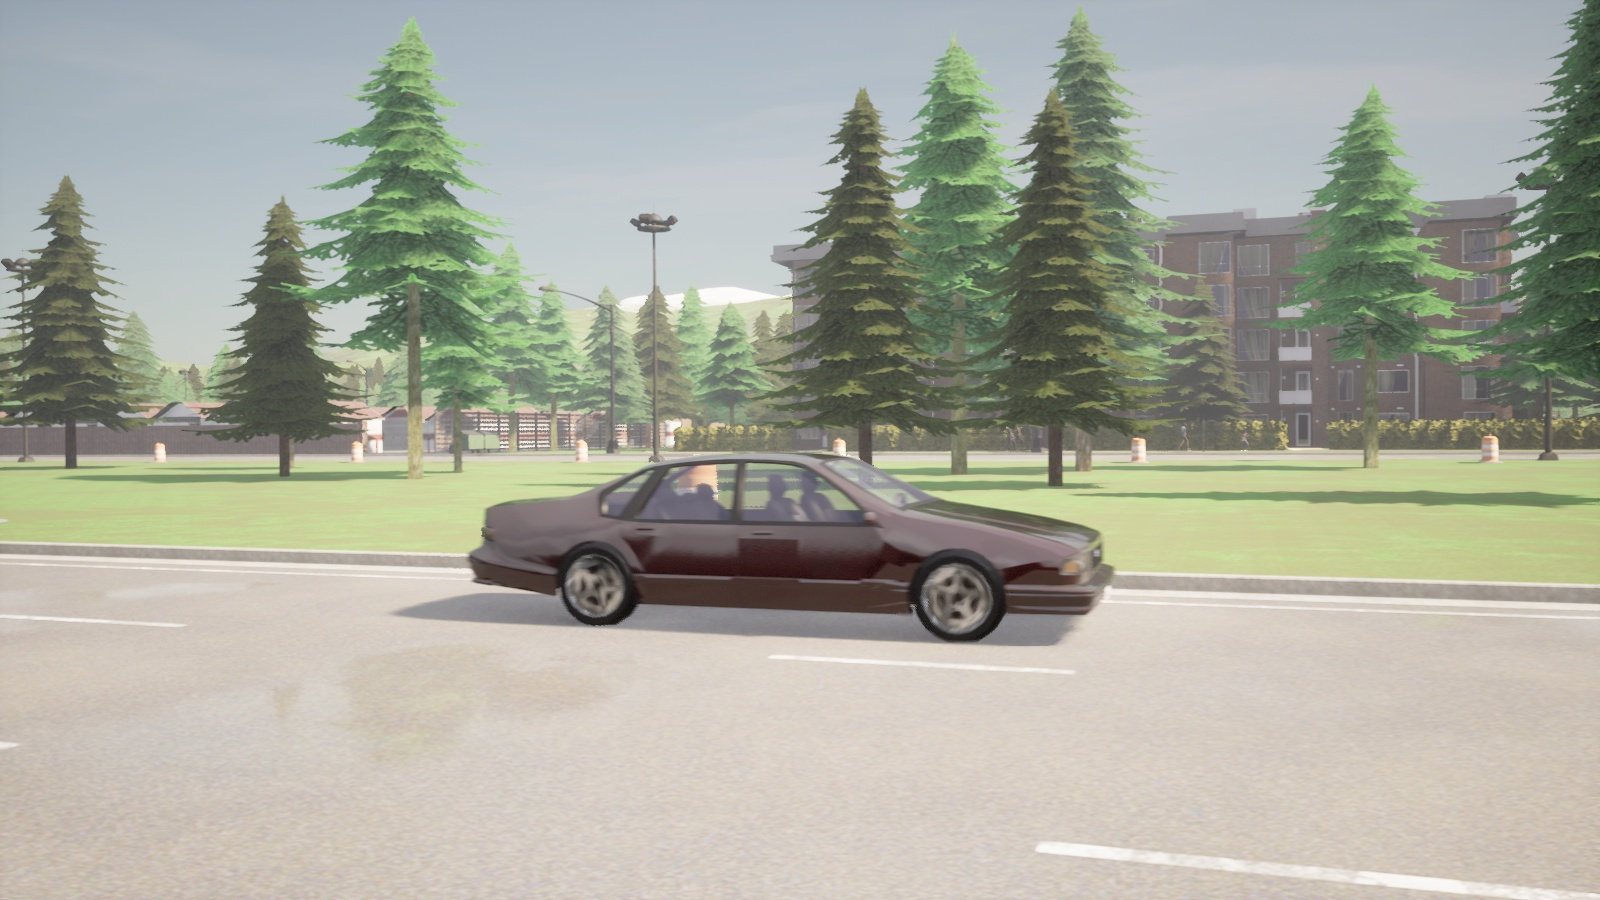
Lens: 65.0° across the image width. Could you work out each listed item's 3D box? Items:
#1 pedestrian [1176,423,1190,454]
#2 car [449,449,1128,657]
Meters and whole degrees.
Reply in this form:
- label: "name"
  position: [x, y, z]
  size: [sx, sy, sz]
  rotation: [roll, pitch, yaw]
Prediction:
- label: "pedestrian"
  position: [24.081, -0.705, 78.925]
  size: [0.788, 1.949, 0.423]
  rotation: [0, 1, 20]
- label: "car"
  position: [-0.065, 0.722, 10.600]
  size: [5.357, 1.411, 2.033]
  rotation: [0, 1, 19]
